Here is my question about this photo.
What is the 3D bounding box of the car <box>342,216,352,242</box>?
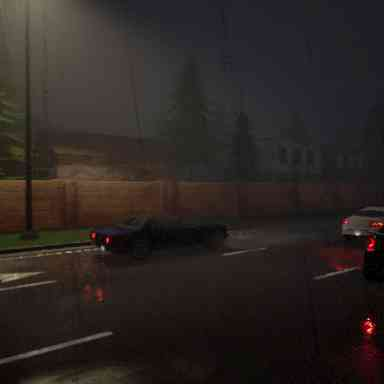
[{"bbox_3d":[8.041,1.309,13.687,4.674,1.442,1.812,0,1,-35],"label":"car"}]

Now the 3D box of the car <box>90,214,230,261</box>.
[{"bbox_3d":[-0.962,1.439,11.637,4.718,1.301,1.895,-1,1,-35],"label":"car"}]

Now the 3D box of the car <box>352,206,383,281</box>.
[{"bbox_3d":[6.232,1.219,8.136,4.553,1.767,2.097,-1,1,-35],"label":"car"}]
